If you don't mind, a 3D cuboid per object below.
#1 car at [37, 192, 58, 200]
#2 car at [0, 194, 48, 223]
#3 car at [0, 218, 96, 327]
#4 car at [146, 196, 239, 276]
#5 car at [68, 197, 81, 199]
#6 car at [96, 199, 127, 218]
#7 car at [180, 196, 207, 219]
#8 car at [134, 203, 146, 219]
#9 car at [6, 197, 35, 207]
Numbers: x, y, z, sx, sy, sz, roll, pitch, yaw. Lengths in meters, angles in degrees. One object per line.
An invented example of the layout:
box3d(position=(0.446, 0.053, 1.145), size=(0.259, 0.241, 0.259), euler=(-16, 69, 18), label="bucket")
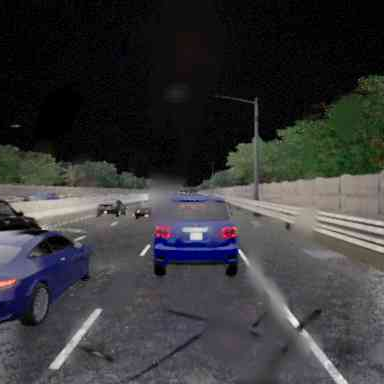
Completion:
box3d(position=(-21.073, 1.056, 47.420), size=(2.150, 2.045, 5.566), euler=(0, 0, 0), label="car")
box3d(position=(-6.900, 1.162, 10.458), size=(2.150, 2.045, 5.566), euler=(0, -1, 0), label="car")
box3d(position=(-3.411, 1.494, 6.815), size=(1.812, 1.442, 4.674), euler=(0, 0, 0), label="car")
box3d(position=(0.099, 1.163, 10.307), size=(2.150, 2.045, 5.566), euler=(0, -1, 0), label="car")
box3d(position=(-17.558, 1.378, 49.652), size=(2.033, 1.411, 5.357), euler=(0, 0, 1), label="car")
box3d(position=(-6.901, 1.383, 28.927), size=(1.837, 1.490, 4.892), euler=(0, 0, 0), label="car")
box3d(position=(0.099, 1.236, 28.426), size=(2.097, 1.767, 4.553), euler=(0, 0, 0), label="car")
box3d(position=(-3.400, 1.487, 27.140), size=(1.895, 1.301, 4.718), euler=(0, 0, 0), label="car")
box3d(position=(-24.569, 1.397, 47.729), size=(1.994, 1.385, 4.181), euler=(0, 0, 0), label="car")
